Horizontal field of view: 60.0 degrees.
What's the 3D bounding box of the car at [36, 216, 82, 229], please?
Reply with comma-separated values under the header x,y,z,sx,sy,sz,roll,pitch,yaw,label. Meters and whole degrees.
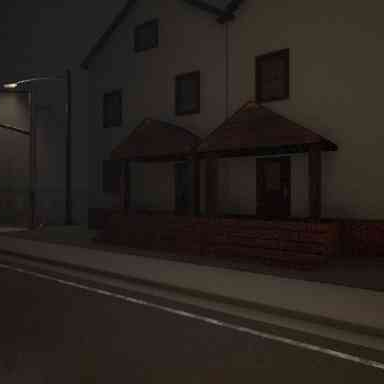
x,y,z,sx,sy,sz,roll,pitch,yaw,label
-13.153,3.113,32.945,1.837,1.490,4.892,0,-9,36,car
